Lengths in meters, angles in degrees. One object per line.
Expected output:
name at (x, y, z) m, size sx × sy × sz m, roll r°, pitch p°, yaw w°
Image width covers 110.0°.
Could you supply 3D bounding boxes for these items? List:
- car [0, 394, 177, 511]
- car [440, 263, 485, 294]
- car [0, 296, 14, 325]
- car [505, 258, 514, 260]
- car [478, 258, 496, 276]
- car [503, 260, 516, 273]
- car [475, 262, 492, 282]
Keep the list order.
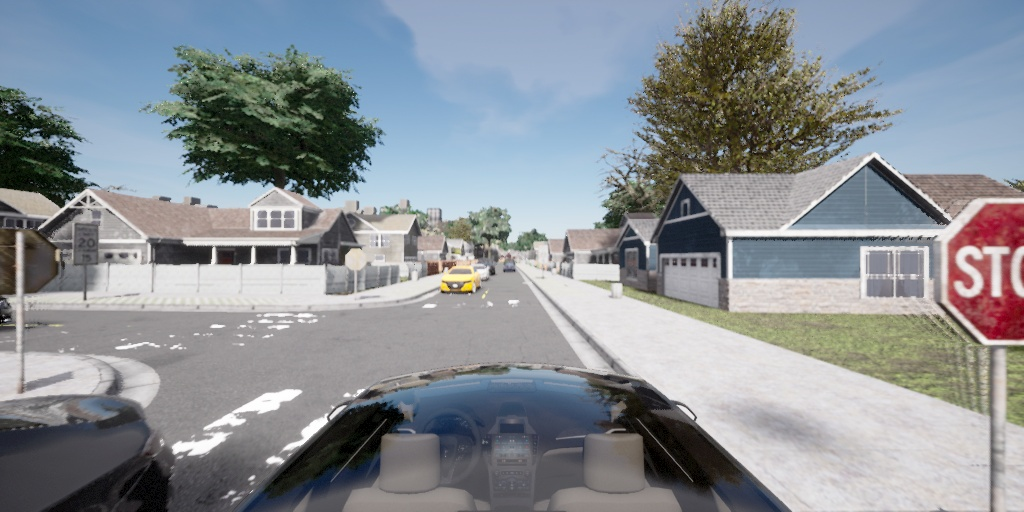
car at (-2.832, 1.266, 0.246) m, size 1.812 × 1.442 × 4.674 m, roll 1°, pitch 0°, yaw -3°
car at (-3.023, 1.375, 21.941) m, size 1.882 × 1.535 × 5.008 m, roll 0°, pitch -1°, yaw 1°
car at (-14.952, 1.121, 8.397) m, size 4.902 × 1.511 × 2.128 m, roll 1°, pitch 0°, yaw 0°
car at (-0.420, 1.465, 63.374) m, size 2.150 × 2.045 × 5.566 m, roll 0°, pitch -1°, yaw 0°
car at (-3.118, 1.279, 42.974) m, size 2.150 × 2.045 × 5.566 m, roll 0°, pitch 0°, yaw 0°
car at (-0.348, 1.691, 52.920) m, size 2.033 × 1.411 × 5.357 m, roll 0°, pitch -1°, yaw 0°
car at (-3.053, 1.499, 32.342) m, size 1.812 × 1.442 × 4.674 m, roll 0°, pitch 0°, yaw 0°
